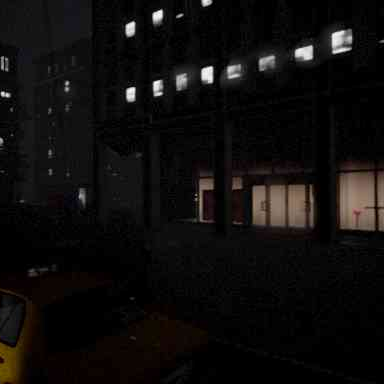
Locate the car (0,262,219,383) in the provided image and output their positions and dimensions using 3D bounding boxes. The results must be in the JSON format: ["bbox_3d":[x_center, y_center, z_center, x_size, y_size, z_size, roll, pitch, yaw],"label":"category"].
[{"bbox_3d":[-2.015,1.570,4.159,4.829,1.417,1.752,-1,0,36],"label":"car"}]

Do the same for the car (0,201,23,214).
[{"bbox_3d":[-20.804,1.701,36.026,1.887,1.381,4.507,0,1,35],"label":"car"}]

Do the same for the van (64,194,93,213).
[{"bbox_3d":[-11.279,1.340,35.812,1.690,1.788,3.998,0,1,35],"label":"van"}]

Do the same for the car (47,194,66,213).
[{"bbox_3d":[-13.364,1.192,37.331,2.150,2.045,5.566,-1,0,35],"label":"car"}]
